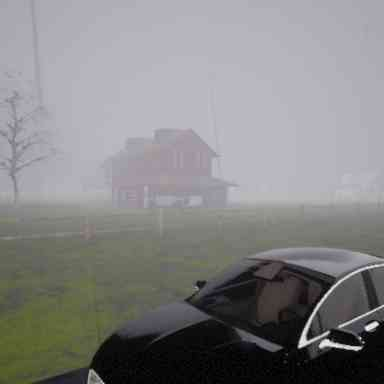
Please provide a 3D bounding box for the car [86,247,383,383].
[{"bbox_3d":[1.270,1.505,3.941,4.892,1.490,1.837,0,0,-35],"label":"car"}]
